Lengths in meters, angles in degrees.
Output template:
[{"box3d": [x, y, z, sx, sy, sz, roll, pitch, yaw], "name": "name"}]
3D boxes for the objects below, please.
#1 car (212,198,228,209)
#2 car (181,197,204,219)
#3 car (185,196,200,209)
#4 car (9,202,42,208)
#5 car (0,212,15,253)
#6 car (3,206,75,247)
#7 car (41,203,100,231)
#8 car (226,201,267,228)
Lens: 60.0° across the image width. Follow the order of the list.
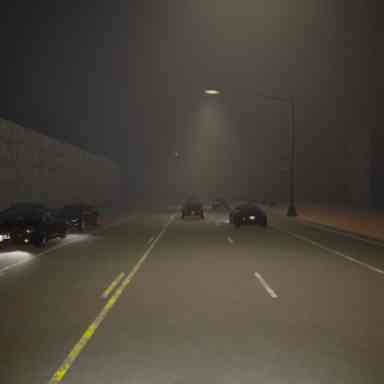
[{"box3d": [3.602, 1.429, 42.168, 1.812, 1.442, 4.674, 0, 0, 0], "name": "car"}, {"box3d": [0.062, 1.460, 28.544, 1.812, 1.442, 4.674, 0, 0, 0], "name": "car"}, {"box3d": [0.094, 1.376, 44.347, 1.882, 1.535, 5.008, 0, 0, 0], "name": "car"}, {"box3d": [-10.496, 1.430, 20.967, 1.882, 1.535, 5.008, 0, 0, 0], "name": "car"}, {"box3d": [-7.070, 1.486, 8.908, 1.837, 1.490, 4.892, 0, 0, 0], "name": "car"}, {"box3d": [-6.997, 1.531, 14.595, 1.994, 1.385, 4.181, 0, 0, 0], "name": "car"}, {"box3d": [-6.996, 1.459, 20.182, 1.837, 1.490, 4.892, 0, 0, 0], "name": "car"}, {"box3d": [3.604, 1.513, 21.924, 1.994, 1.385, 4.181, 0, 0, 0], "name": "car"}]
